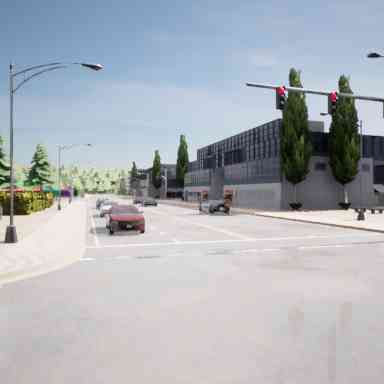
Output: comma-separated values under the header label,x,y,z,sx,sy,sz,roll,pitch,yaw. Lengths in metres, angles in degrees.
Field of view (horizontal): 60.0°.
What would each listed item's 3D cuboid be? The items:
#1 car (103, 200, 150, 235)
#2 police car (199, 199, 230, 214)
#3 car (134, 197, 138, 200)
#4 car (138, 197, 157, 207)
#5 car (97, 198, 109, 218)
label,x,y,z,sx,sy,sz,roll,pitch,yaw
car,-3.946,1.478,19.333,1.882,1.535,5.008,0,0,-17
police car,2.211,1.509,35.046,2.038,1.542,4.974,0,0,-18
car,-9.625,1.564,60.856,1.994,1.385,4.181,0,0,-18
car,-6.637,1.564,51.591,1.994,1.385,4.181,0,0,-17
car,-7.356,1.526,30.178,1.812,1.442,4.674,0,0,-17
